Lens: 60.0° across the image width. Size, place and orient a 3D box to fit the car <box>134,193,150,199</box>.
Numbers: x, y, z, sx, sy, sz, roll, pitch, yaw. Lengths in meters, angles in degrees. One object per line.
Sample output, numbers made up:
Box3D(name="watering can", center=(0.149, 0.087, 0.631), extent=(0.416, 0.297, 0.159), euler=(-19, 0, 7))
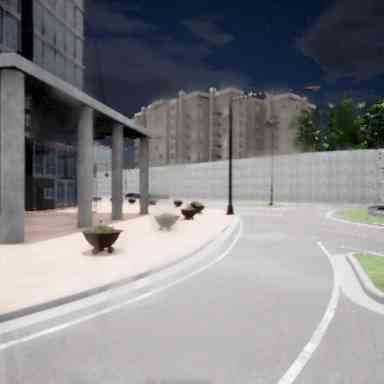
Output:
Box3D(name="car", center=(-13.323, 0.986, 88.408), extent=(2.033, 1.411, 5.357), euler=(0, 0, -38))

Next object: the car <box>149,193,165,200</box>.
Box3D(name="car", center=(-9.070, 1.065, 77.420), extent=(1.837, 1.490, 4.892), euler=(0, 0, -38))

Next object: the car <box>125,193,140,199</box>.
Box3D(name="car", center=(-15.546, 0.920, 85.579), extent=(1.882, 1.535, 5.008), euler=(0, 0, -38))

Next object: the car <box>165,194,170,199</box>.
Box3D(name="car", center=(-7.106, 1.109, 80.575), extent=(1.994, 1.385, 4.181), euler=(0, 0, -38))
